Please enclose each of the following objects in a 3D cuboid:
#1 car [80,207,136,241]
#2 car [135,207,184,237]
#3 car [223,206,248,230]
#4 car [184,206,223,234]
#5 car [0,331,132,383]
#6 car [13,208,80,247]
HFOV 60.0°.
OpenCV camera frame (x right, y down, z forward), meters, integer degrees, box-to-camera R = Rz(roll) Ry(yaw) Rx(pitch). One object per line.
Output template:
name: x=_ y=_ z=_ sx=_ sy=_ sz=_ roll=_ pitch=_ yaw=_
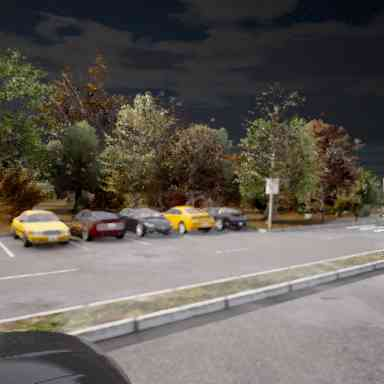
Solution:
car: x=-5.141 y=1.634 z=17.621 sx=2.163 sy=1.488 sz=4.792 roll=1 pitch=-1 yaw=-36
car: x=-2.890 y=1.635 z=19.203 sx=2.231 sy=1.521 sz=4.892 roll=1 pitch=0 yaw=-36
car: x=1.598 y=1.692 z=22.396 sx=2.231 sy=1.521 sz=4.892 roll=1 pitch=0 yaw=-36
car: x=-0.644 y=1.664 z=20.794 sx=2.097 sy=1.535 sz=5.008 roll=1 pitch=0 yaw=-36
car: x=-2.609 y=1.489 z=1.570 sx=4.892 sy=1.490 sz=1.837 roll=1 pitch=-1 yaw=-36
car: x=-7.261 y=1.566 z=15.841 sx=1.946 sy=1.575 sz=5.366 roll=1 pitch=-1 yaw=-36
